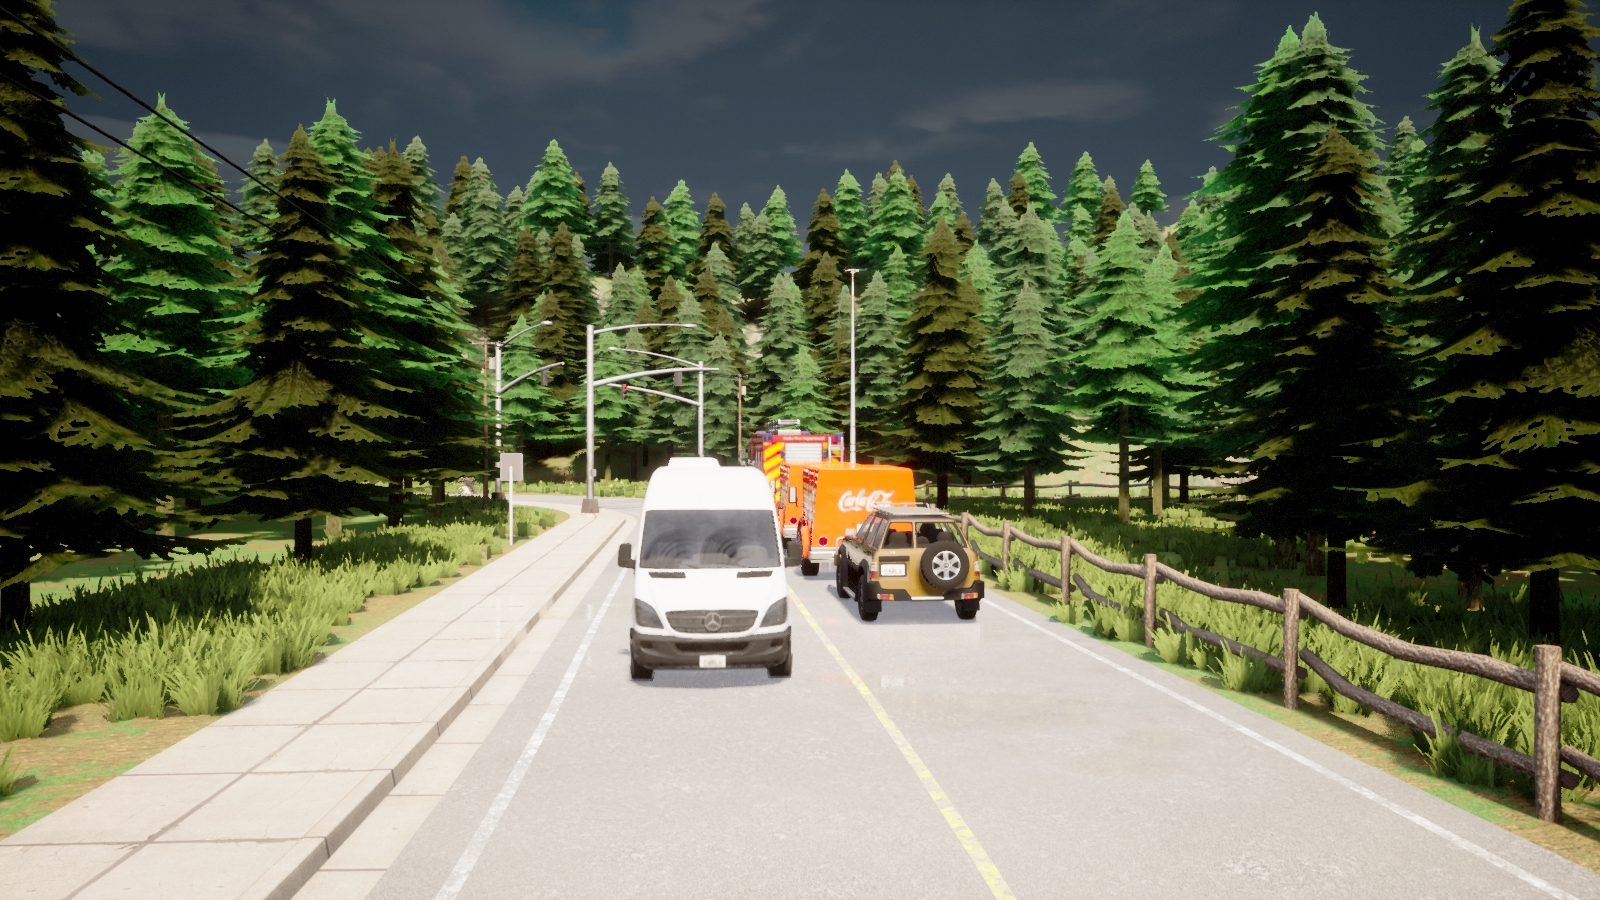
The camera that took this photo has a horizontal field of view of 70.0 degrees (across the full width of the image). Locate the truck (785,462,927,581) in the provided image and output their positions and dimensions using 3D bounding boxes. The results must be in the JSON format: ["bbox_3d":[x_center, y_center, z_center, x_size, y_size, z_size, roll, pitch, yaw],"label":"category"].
[{"bbox_3d":[1.162,1.541,26.858,2.627,2.467,5.204,0,0,-5],"label":"truck"}]

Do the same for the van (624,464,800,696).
[{"bbox_3d":[-1.280,1.506,15.949,1.988,2.561,5.915,0,0,-6],"label":"van"}]

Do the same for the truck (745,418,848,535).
[{"bbox_3d":[-0.322,0.864,41.724,2.891,3.827,8.468,0,0,-6],"label":"truck"}]

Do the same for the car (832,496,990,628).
[{"bbox_3d":[1.810,1.837,20.127,1.932,1.855,4.605,0,0,-5],"label":"car"}]

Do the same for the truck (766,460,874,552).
[{"bbox_3d":[0.486,1.541,33.943,2.627,2.467,5.204,0,0,-6],"label":"truck"}]
